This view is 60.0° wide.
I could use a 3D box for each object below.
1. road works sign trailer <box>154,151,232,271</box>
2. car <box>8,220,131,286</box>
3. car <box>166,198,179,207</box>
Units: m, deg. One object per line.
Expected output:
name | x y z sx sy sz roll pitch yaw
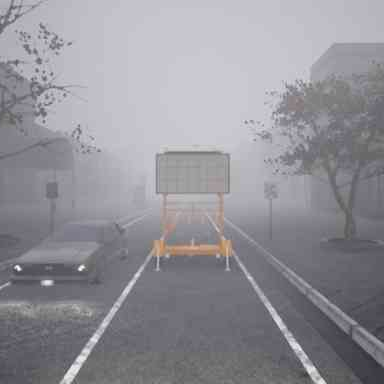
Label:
road works sign trailer | 0.025 0.474 10.925 2.380 3.560 2.880 0 0 0
car | -3.080 1.556 9.749 2.033 1.411 5.357 0 0 0
car | -2.972 1.582 51.251 1.994 1.385 4.181 0 0 0
